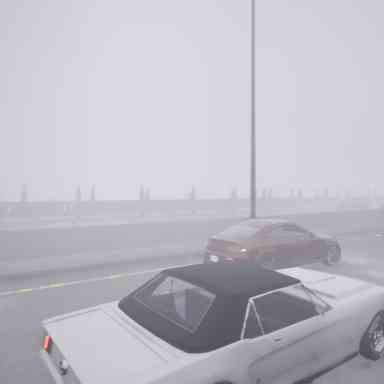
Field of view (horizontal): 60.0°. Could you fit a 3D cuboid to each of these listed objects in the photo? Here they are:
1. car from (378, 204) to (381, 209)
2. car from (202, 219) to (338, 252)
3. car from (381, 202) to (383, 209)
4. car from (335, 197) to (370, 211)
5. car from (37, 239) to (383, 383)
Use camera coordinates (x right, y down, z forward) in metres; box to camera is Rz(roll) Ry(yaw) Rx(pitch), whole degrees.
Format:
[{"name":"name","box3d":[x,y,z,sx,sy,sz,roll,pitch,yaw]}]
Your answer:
[{"name":"car","box3d":[22.870,1.507,37.422,4.892,1.490,1.837,0,0,-35]},{"name":"car","box3d":[2.440,1.527,9.789,4.674,1.442,1.812,0,0,-36]},{"name":"car","box3d":[20.253,1.355,31.306,4.553,1.767,2.097,0,0,-35]},{"name":"car","box3d":[18.779,1.355,38.824,4.553,1.767,2.097,0,0,-35]},{"name":"car","box3d":[0.737,1.601,4.273,4.718,1.301,1.895,0,0,-36]}]
